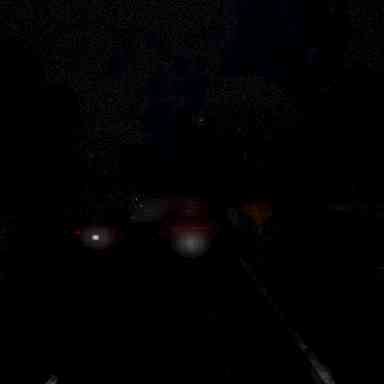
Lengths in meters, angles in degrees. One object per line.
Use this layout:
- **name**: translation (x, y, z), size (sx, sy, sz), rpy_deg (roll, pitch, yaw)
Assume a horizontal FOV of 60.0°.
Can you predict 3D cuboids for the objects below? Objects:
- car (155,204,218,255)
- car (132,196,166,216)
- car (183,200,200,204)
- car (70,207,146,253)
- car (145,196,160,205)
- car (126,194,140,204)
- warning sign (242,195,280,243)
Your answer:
- **car**: translation (-0.010, 1.431, 13.024), size (2.128, 1.511, 4.902), rpy_deg (0, 0, 0)
- **car**: translation (-3.318, 1.381, 28.007), size (2.128, 1.511, 4.902), rpy_deg (0, 0, 0)
- **car**: translation (-0.063, 1.412, 28.684), size (1.812, 1.442, 4.674), rpy_deg (0, 0, 0)
- **car**: translation (-3.258, 1.502, 13.305), size (1.994, 1.385, 4.181), rpy_deg (0, 0, 0)
- **car**: translation (-6.777, 1.379, 57.433), size (2.033, 1.411, 5.357), rpy_deg (0, 0, 0)
- **car**: translation (-10.030, 1.184, 57.513), size (2.097, 1.767, 4.553), rpy_deg (0, 0, 0)
- **warning sign**: translation (2.779, 1.051, 13.609), size (1.300, 1.860, 1.060), rpy_deg (-1, -1, 0)
